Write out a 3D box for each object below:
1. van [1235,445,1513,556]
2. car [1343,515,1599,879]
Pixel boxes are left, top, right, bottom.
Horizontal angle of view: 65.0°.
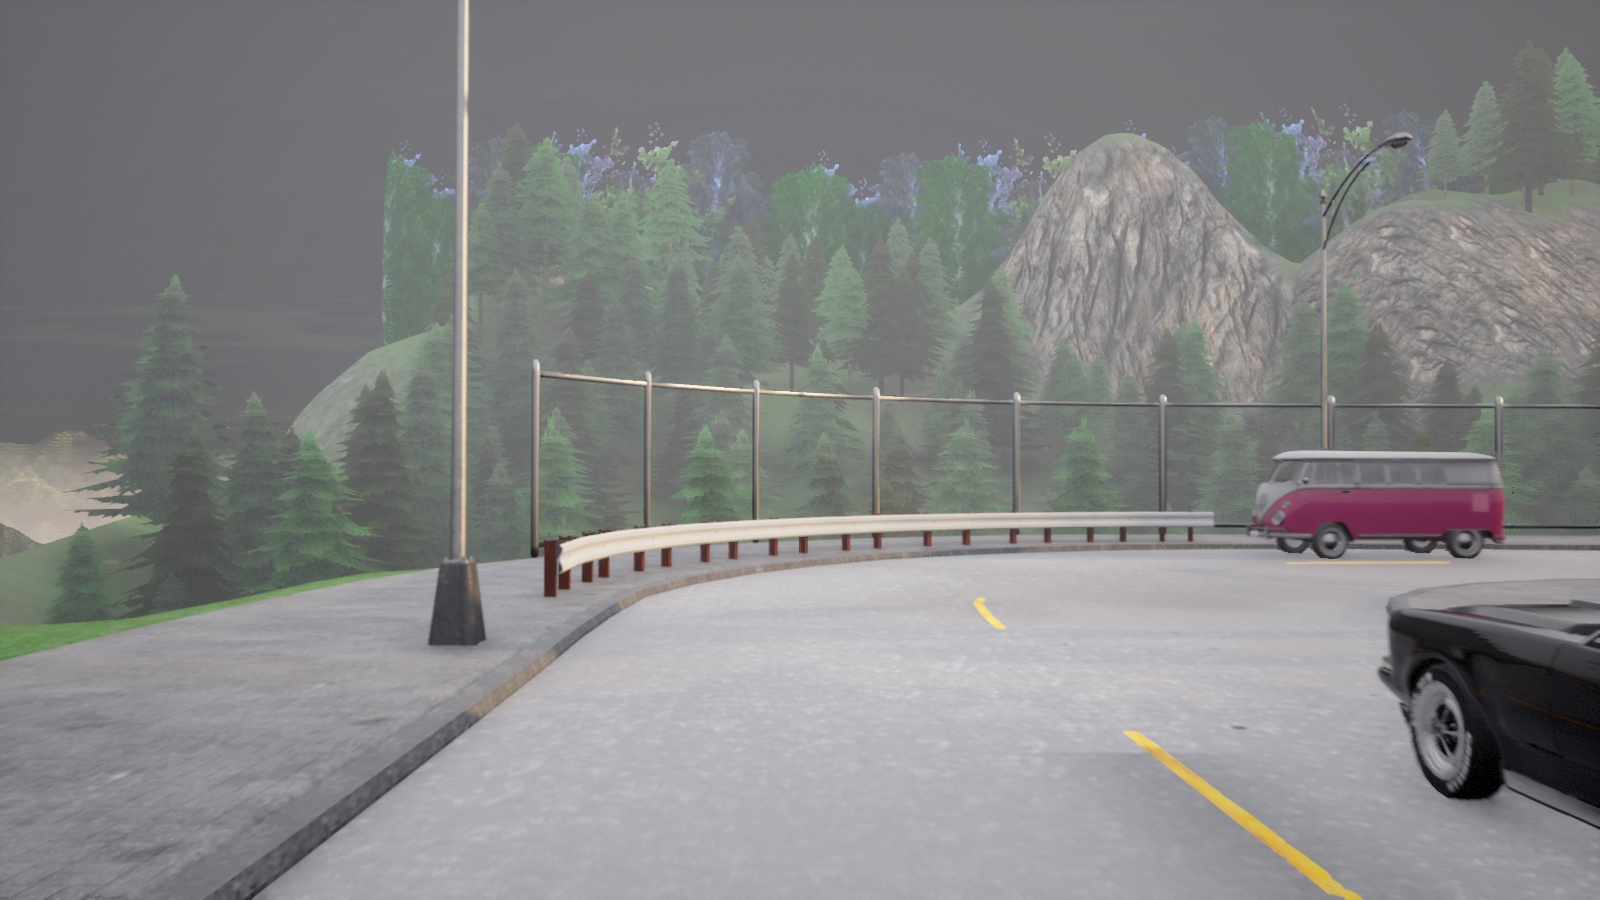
[{"bbox_3d":[10.750,0.922,23.700,4.442,1.987,1.775,0,-1,-4],"label":"van"},{"bbox_3d":[3.990,0.977,4.653,1.895,1.301,4.718,0,-1,0],"label":"car"}]
